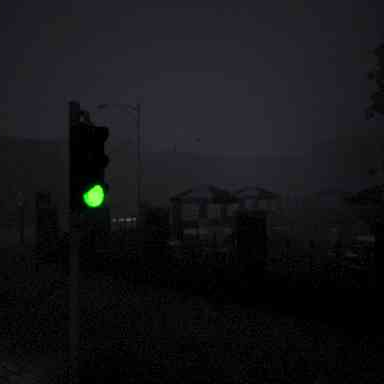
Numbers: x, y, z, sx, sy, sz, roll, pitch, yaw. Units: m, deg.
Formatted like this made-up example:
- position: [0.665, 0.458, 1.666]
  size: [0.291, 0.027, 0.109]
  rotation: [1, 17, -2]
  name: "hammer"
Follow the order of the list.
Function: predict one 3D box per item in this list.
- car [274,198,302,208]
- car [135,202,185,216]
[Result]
- position: [14.528, 1.601, 47.358]
  size: [5.357, 1.411, 2.033]
  rotation: [0, 0, 0]
  name: "car"
- position: [-2.830, 1.614, 30.878]
  size: [2.033, 1.411, 5.357]
  rotation: [0, 0, 35]
  name: "car"
